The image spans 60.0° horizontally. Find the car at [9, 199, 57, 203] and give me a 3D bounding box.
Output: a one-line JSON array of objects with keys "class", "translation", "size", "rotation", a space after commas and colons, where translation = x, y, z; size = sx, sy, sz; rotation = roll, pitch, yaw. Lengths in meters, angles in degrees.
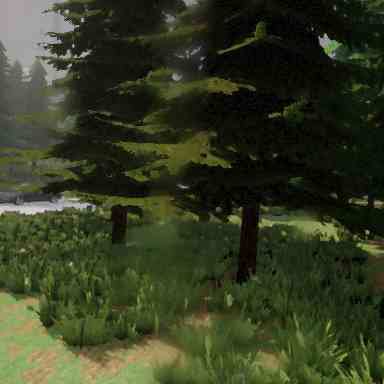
[{"class": "car", "translation": [-11.413, 0.108, 23.325], "size": [1.837, 1.490, 4.892], "rotation": [5, 3, 24]}]
